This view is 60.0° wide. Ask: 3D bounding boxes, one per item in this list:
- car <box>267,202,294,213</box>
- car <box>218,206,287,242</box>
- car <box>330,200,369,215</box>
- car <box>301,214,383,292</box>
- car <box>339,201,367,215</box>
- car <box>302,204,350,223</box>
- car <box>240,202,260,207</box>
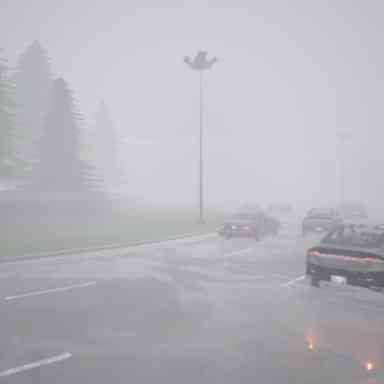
[{"bbox_3d":[11.055,1.944,41.955,1.895,1.301,4.718,0,-1,-7],"label":"car"},{"bbox_3d":[3.188,1.701,17.571,2.033,1.411,5.357,0,-1,30],"label":"car"},{"bbox_3d":[18.241,1.755,38.735,1.882,1.535,5.008,0,-1,-4],"label":"car"},{"bbox_3d":[4.588,1.552,8.464,2.128,1.511,4.902,0,-1,43],"label":"car"},{"bbox_3d":[14.594,1.785,30.885,1.994,1.385,4.181,0,-1,7],"label":"car"},{"bbox_3d":[7.377,1.632,18.598,2.128,1.511,4.902,0,-1,28],"label":"car"},{"bbox_3d":[7.392,1.930,42.428,1.994,1.385,4.181,0,-1,-6],"label":"car"}]
